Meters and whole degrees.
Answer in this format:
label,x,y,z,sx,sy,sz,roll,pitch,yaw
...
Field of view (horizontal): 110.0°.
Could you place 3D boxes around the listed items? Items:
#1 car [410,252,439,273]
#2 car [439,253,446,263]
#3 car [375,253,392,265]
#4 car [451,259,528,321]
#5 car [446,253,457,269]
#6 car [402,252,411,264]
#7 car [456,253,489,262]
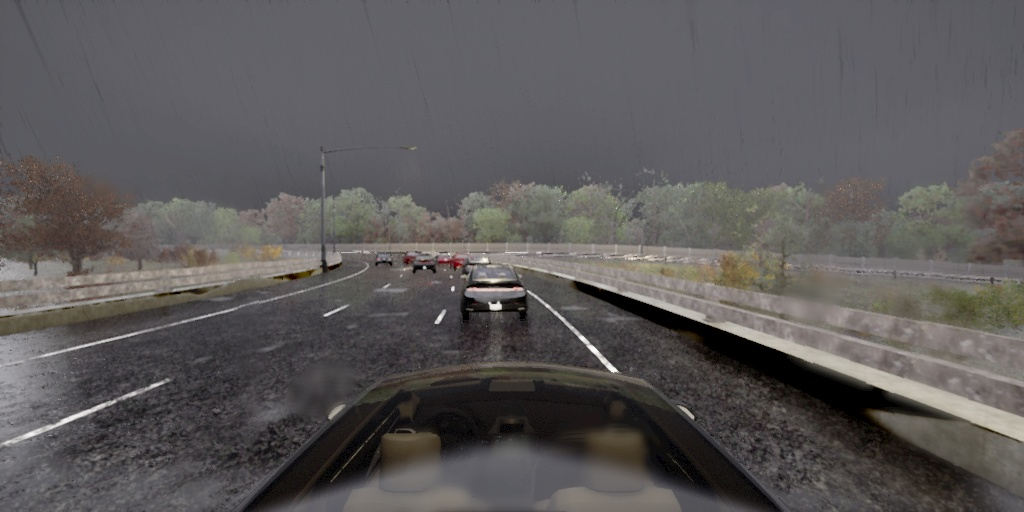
label,x,y,z,sx,sy,sz,roll,pitch,yaw
car,-7.463,0.601,30.466,1.837,1.490,4.892,0,2,-15
car,-8.731,0.327,45.020,1.994,1.385,4.181,-1,1,-22
car,-15.444,0.362,43.040,2.033,1.411,5.357,-1,1,-22
car,-0.627,1.018,11.457,2.128,1.511,4.902,0,1,-5
car,-4.804,0.492,33.879,1.882,1.535,5.008,0,1,-16
car,-12.782,0.231,45.587,1.882,1.535,5.008,-1,2,-23
car,-2.300,0.747,23.300,2.128,1.511,4.902,0,1,-10
